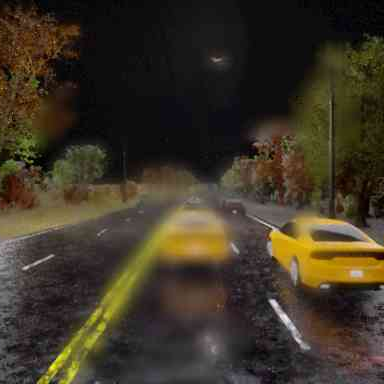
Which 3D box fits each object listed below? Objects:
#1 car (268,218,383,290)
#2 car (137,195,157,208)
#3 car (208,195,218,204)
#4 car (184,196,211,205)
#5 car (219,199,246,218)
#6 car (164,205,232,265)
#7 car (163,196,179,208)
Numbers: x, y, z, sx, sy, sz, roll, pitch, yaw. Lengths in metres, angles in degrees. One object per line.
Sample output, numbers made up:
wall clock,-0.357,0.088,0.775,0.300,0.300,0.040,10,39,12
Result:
car,3.364,1.449,9.067,1.882,1.535,5.008,0,0,2
car,-6.061,1.180,45.081,2.097,1.767,4.553,0,0,2
car,3.564,1.265,59.537,1.837,1.490,4.892,0,0,2
car,0.312,1.389,29.002,2.128,1.511,4.902,0,0,1
car,3.568,1.402,29.289,1.837,1.490,4.892,0,0,1
car,0.123,1.440,11.611,1.882,1.535,5.008,0,0,1
car,-2.812,1.335,45.018,1.837,1.490,4.892,0,0,2
